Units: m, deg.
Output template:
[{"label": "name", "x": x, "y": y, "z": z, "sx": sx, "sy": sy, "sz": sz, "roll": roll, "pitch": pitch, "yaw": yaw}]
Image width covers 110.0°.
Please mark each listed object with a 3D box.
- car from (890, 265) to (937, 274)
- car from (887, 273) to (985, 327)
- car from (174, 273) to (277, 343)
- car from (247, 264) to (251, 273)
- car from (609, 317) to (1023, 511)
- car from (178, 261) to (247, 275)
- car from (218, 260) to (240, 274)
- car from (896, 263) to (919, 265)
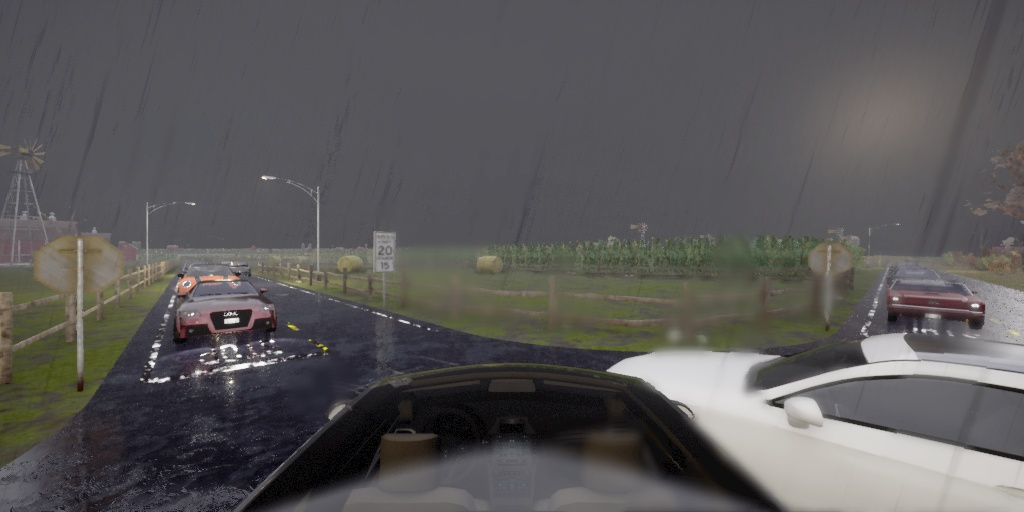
[{"label": "car", "x": 20.484, "y": 1.368, "z": 18.184, "sx": 5.357, "sy": 1.411, "sz": 2.033, "roll": 0, "pitch": 1, "yaw": -43}, {"label": "car", "x": 13.448, "y": 1.401, "z": 11.575, "sx": 4.718, "sy": 1.301, "sz": 1.895, "roll": 0, "pitch": 1, "yaw": -43}, {"label": "car", "x": -8.001, "y": 1.356, "z": 9.965, "sx": 1.994, "sy": 1.385, "sz": 4.181, "roll": 0, "pitch": 0, "yaw": -43}, {"label": "car", "x": -27.204, "y": 1.287, "z": 35.556, "sx": 2.128, "sy": 1.511, "sz": 4.902, "roll": 0, "pitch": 0, "yaw": -42}, {"label": "car", "x": 2.827, "y": 1.294, "z": 2.446, "sx": 1.812, "sy": 1.442, "sz": 4.674, "roll": 0, "pitch": 1, "yaw": -44}, {"label": "car", "x": -13.818, "y": 1.141, "z": 16.411, "sx": 2.097, "sy": 1.767, "sz": 4.553, "roll": 0, "pitch": 0, "yaw": -42}, {"label": "car", "x": -33.973, "y": 1.309, "z": 42.971, "sx": 1.837, "sy": 1.490, "sz": 4.892, "roll": 0, "pitch": 0, "yaw": -42}, {"label": "car", "x": 27.199, "y": 1.408, "z": 24.481, "sx": 4.181, "sy": 1.385, "sz": 1.994, "roll": 0, "pitch": 1, "yaw": -43}]
